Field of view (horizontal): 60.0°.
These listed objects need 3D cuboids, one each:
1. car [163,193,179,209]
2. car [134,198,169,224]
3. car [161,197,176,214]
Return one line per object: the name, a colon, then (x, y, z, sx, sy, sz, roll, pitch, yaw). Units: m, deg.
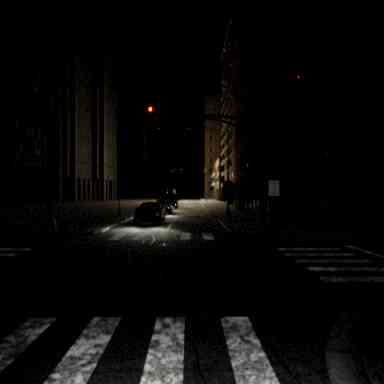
car: (-2.980, 1.194, 45.185, 2.150, 2.045, 5.566, 0, 0, 1)
car: (-3.042, 1.463, 24.511, 1.882, 1.535, 5.008, 0, 0, 0)
car: (-3.019, 1.505, 34.475, 1.812, 1.442, 4.674, 0, 0, 0)
